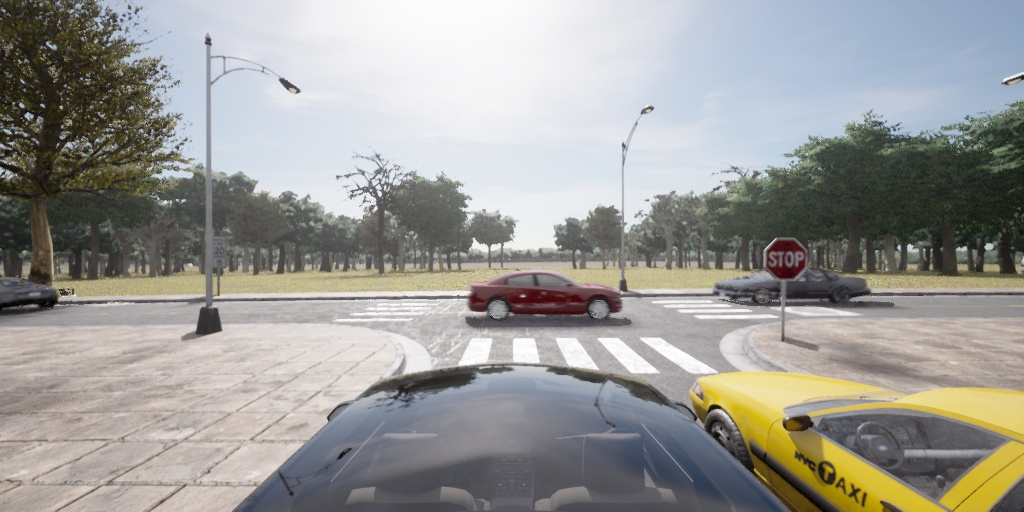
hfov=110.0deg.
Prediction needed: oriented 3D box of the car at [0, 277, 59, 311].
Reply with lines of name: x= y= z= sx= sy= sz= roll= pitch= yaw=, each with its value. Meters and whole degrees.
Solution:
car: x=-21.754 y=1.596 z=14.858 sx=4.181 sy=1.385 sz=1.994 roll=-1 pitch=0 yaw=0

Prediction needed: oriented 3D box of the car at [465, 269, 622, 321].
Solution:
car: x=1.013 y=1.190 z=11.712 sx=5.008 sy=1.535 sz=1.882 roll=0 pitch=0 yaw=0

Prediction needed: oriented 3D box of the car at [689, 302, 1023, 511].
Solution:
car: x=2.638 y=1.275 z=1.734 sx=1.751 sy=1.417 sz=4.829 roll=0 pitch=0 yaw=0

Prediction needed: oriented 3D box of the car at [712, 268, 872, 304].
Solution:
car: x=11.235 y=1.157 z=14.578 sx=5.357 sy=1.411 sz=2.033 roll=0 pitch=0 yaw=0
